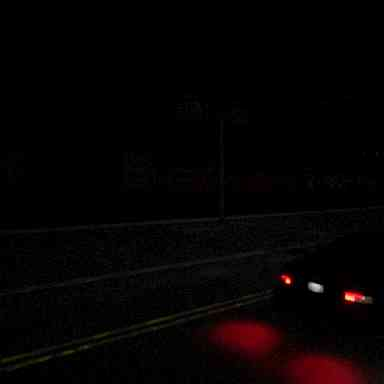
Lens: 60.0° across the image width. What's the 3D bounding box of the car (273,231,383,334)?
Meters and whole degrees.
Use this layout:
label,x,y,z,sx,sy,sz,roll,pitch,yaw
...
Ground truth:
label,x,y,z,sx,sy,sz,roll,pitch,yaw
car,3.965,1.514,6.599,5.357,1.411,2.033,0,0,-35
